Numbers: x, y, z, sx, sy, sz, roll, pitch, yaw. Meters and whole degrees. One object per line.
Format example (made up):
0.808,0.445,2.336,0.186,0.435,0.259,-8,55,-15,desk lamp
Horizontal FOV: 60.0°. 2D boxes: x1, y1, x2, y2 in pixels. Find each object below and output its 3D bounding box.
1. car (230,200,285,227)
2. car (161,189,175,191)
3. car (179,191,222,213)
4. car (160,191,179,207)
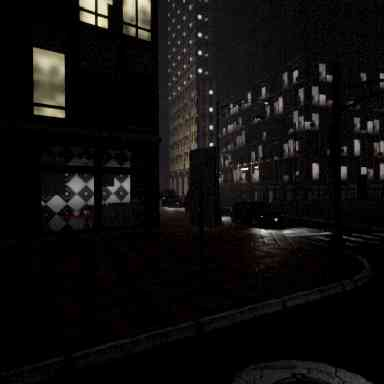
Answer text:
4.094,1.315,21.545,1.837,1.490,4.892,-1,1,-19,car
-4.068,0.536,54.633,2.150,2.045,5.566,-1,1,-18,car
0.886,0.894,30.947,2.150,2.045,5.566,-1,1,-19,car
-2.416,1.036,40.672,1.837,1.490,4.892,-1,1,-18,car
